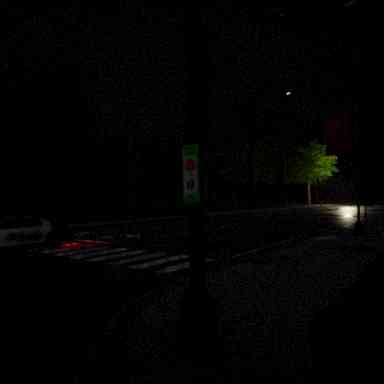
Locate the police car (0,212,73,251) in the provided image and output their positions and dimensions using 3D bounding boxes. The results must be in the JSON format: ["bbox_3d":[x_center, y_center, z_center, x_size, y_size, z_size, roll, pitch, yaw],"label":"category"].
[{"bbox_3d":[-7.374,1.623,13.187,2.038,1.542,4.974,0,-1,36],"label":"police car"}]
